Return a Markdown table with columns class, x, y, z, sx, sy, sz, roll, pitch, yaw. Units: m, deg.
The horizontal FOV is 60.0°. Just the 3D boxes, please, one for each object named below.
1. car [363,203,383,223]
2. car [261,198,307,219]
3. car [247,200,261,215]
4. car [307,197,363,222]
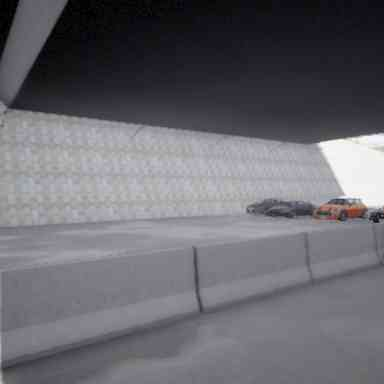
| class | x | y | z | sx | sy | sz | roll | pitch | yaw |
| --- | --- | --- | --- | --- | --- | --- | --- | --- | --- |
| car | 14.240 | 1.391 | 22.721 | 5.357 | 1.411 | 2.033 | 0 | 0 | -35 |
| car | 8.430 | 1.402 | 27.179 | 5.357 | 1.411 | 2.033 | 0 | 0 | -35 |
| car | 7.133 | 1.340 | 30.547 | 4.902 | 1.511 | 2.128 | 0 | 0 | -35 |
| car | 11.089 | 1.203 | 24.772 | 4.553 | 1.767 | 2.097 | 0 | 0 | -35 |
